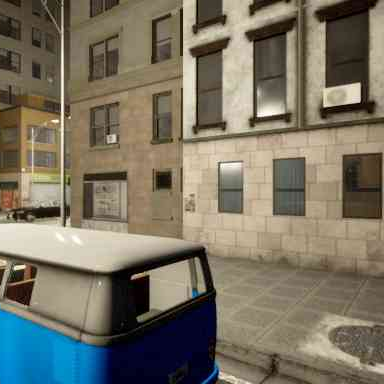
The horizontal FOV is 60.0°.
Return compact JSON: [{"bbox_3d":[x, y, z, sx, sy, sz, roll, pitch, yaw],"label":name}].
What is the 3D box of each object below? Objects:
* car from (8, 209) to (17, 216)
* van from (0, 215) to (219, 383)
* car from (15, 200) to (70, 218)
[{"bbox_3d":[-6.170,1.315,7.067,5.009,1.841,2.192,0,0,35],"label":"car"},{"bbox_3d":[-1.634,1.341,3.936,3.998,1.788,1.690,0,0,35],"label":"van"},{"bbox_3d":[-11.462,1.418,25.586,2.128,1.511,4.902,0,0,35],"label":"car"}]
